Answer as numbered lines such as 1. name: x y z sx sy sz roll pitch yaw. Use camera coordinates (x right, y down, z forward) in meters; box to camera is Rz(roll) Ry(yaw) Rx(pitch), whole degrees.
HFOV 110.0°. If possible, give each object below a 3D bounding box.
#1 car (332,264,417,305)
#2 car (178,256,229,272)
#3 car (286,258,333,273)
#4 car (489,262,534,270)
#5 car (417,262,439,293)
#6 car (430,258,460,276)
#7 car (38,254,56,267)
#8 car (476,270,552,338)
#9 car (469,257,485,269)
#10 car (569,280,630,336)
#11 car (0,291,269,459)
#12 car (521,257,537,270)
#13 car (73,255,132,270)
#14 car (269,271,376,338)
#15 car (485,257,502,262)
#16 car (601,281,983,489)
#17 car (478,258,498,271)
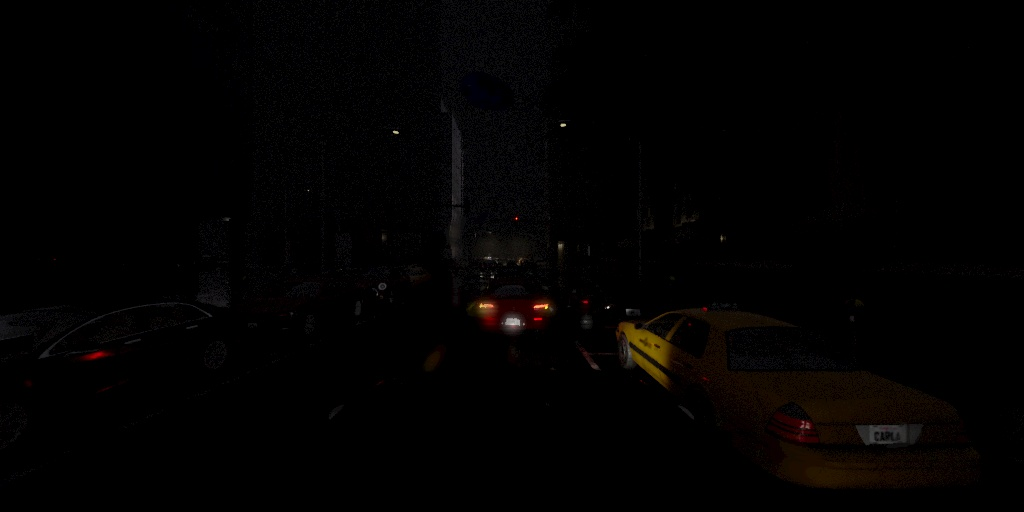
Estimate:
1. car: -5.778 1.190 15.670 1.967 1.591 4.097 0 0 0
2. car: -27.357 0.752 32.542 4.892 1.490 1.837 1 0 0
3. car: -17.857 0.936 32.571 4.892 1.490 1.837 1 0 0
4. car: -0.001 1.256 18.925 1.837 1.490 4.892 0 0 0
5. car: -5.784 1.277 20.957 1.751 1.417 4.829 0 0 0
6. car: -7.503 0.989 35.805 4.553 1.767 2.097 1 0 0
7. car: -48.228 0.417 35.630 4.181 1.385 1.994 1 0 0
8. car: 0.061 1.276 10.059 1.812 1.442 4.674 0 0 0
9. car: -5.829 1.079 58.535 2.192 1.841 5.009 0 0 0
10. car: 2.754 1.316 10.225 1.948 1.339 4.313 0 0 0
11. car: -5.765 1.300 4.756 2.007 1.370 4.403 0 0 0
12. car: 2.703 1.202 53.107 1.967 1.591 4.097 0 0 0
13. car: -37.280 0.622 32.517 4.181 1.385 1.994 1 0 -1
14. car: -5.771 1.295 10.213 1.888 1.381 4.507 0 0 0
15. car: -3.151 1.328 57.913 1.994 1.385 4.181 0 0 0
16. car: 2.760 1.275 4.939 1.751 1.417 4.829 0 0 0
17. car: -3.152 1.285 47.945 1.812 1.442 4.674 0 0 0
